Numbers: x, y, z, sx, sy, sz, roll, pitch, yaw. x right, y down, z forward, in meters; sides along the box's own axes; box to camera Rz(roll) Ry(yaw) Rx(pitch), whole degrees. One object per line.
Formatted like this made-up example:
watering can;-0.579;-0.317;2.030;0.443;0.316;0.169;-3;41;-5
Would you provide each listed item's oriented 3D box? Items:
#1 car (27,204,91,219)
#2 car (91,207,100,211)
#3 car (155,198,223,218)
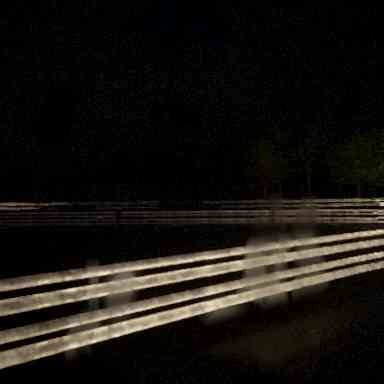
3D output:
car;-12.901;1.969;31.771;5.357;1.411;2.033;-1;1;5
car;-11.923;1.938;35.194;4.181;1.385;1.994;-1;1;5
car;-0.213;1.479;27.286;5.566;2.045;2.150;-1;1;4
